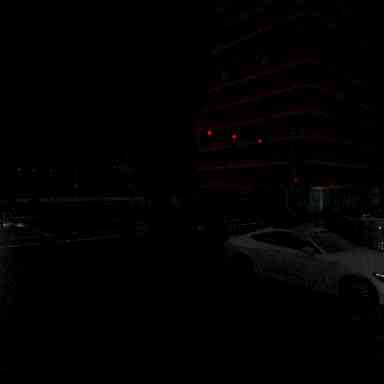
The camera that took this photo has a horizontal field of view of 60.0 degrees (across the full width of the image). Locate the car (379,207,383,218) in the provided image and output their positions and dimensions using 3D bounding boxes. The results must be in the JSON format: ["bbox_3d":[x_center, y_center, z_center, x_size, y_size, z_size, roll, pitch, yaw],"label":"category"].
[{"bbox_3d":[18.281,1.543,29.455,4.674,1.442,1.812,0,0,-41],"label":"car"}]

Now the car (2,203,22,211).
[{"bbox_3d":[-17.732,1.356,32.091,1.994,1.385,4.181,0,0,-40],"label":"car"}]

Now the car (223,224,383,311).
[{"bbox_3d":[2.776,1.548,8.016,1.812,1.442,4.674,0,0,-40],"label":"car"}]
